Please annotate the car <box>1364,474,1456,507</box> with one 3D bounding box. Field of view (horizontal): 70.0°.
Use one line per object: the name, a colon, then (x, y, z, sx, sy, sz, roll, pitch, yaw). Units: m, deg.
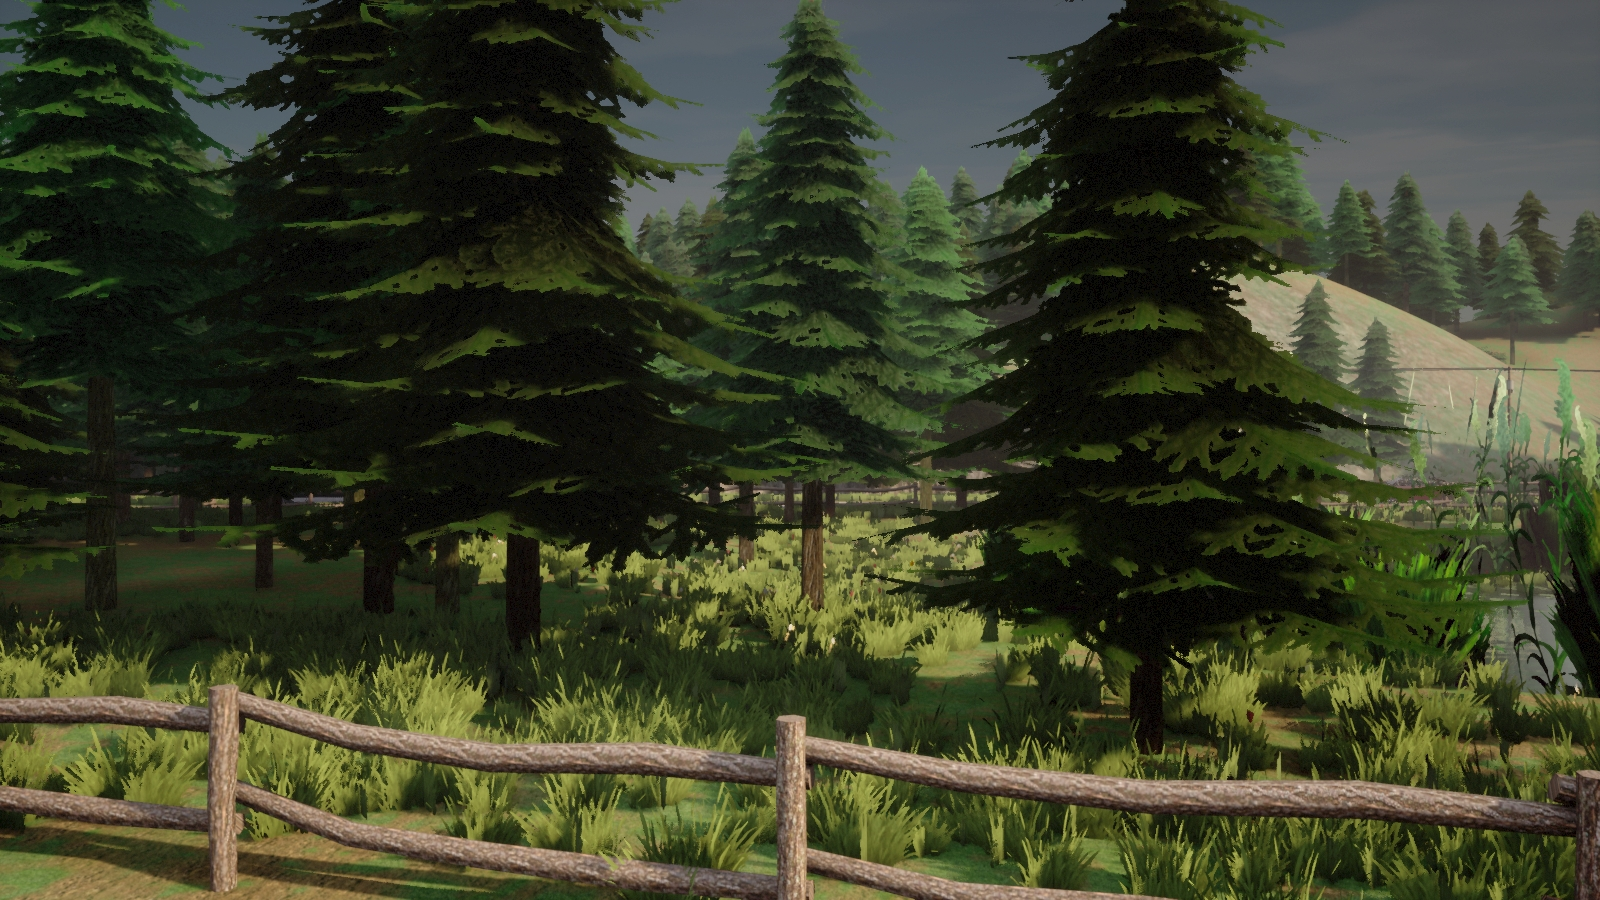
car: (30.651, 2.026, 57.488, 3.705, 1.549, 1.789, 0, 0, 7)
